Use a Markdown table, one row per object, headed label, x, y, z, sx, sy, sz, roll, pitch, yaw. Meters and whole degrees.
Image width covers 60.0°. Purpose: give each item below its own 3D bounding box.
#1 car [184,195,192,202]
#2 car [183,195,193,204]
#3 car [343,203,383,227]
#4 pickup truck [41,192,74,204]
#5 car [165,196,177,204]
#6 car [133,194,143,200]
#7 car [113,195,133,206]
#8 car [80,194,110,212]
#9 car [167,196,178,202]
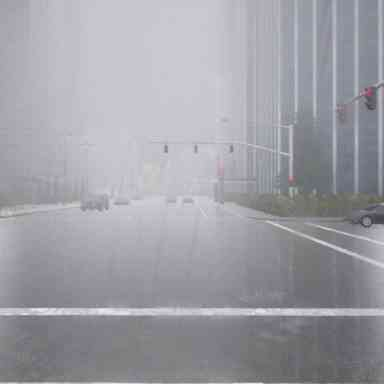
| label | x | y | z | sx | sy | sz | roll | pitch | yaw |
| --- | --- | --- | --- | --- | --- | --- | --- | --- | --- |
| car | -0.882 | 1.387 | 75.592 | 1.882 | 1.535 | 5.008 | 0 | 0 | -1 |
| car | -0.790 | 1.526 | 65.341 | 1.812 | 1.442 | 4.674 | 0 | 0 | -1 |
| car | 12.618 | 1.505 | 22.088 | 4.892 | 1.490 | 1.837 | 0 | 0 | 0 |
| pickup truck | -24.365 | 1.059 | 60.024 | 2.390 | 2.098 | 6.274 | 0 | 0 | 30 |
| car | -4.187 | 1.601 | 65.000 | 1.895 | 1.301 | 4.718 | 0 | 0 | 0 |
| car | -11.329 | 1.085 | 69.578 | 2.097 | 1.767 | 4.553 | 0 | 0 | -1 |
| car | -11.273 | 1.563 | 53.434 | 1.994 | 1.385 | 4.181 | 0 | 0 | 0 |
| car | -11.152 | 1.221 | 38.684 | 2.150 | 2.045 | 5.566 | 0 | 0 | -1 |
| car | -4.378 | 1.540 | 75.261 | 2.033 | 1.411 | 5.357 | 0 | 0 | -1 |
